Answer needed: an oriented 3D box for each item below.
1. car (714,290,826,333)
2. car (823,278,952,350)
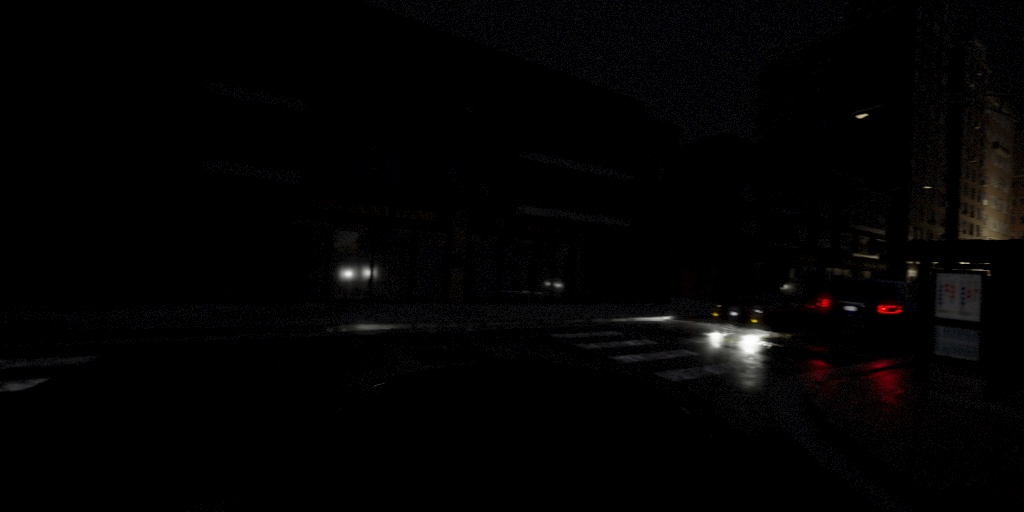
[{"bbox_3d":[9.995,2.082,14.149,4.181,1.385,1.994,4,-1,-27],"label":"car"},{"bbox_3d":[12.845,1.867,12.285,5.566,2.045,2.150,4,-1,-27],"label":"car"}]
